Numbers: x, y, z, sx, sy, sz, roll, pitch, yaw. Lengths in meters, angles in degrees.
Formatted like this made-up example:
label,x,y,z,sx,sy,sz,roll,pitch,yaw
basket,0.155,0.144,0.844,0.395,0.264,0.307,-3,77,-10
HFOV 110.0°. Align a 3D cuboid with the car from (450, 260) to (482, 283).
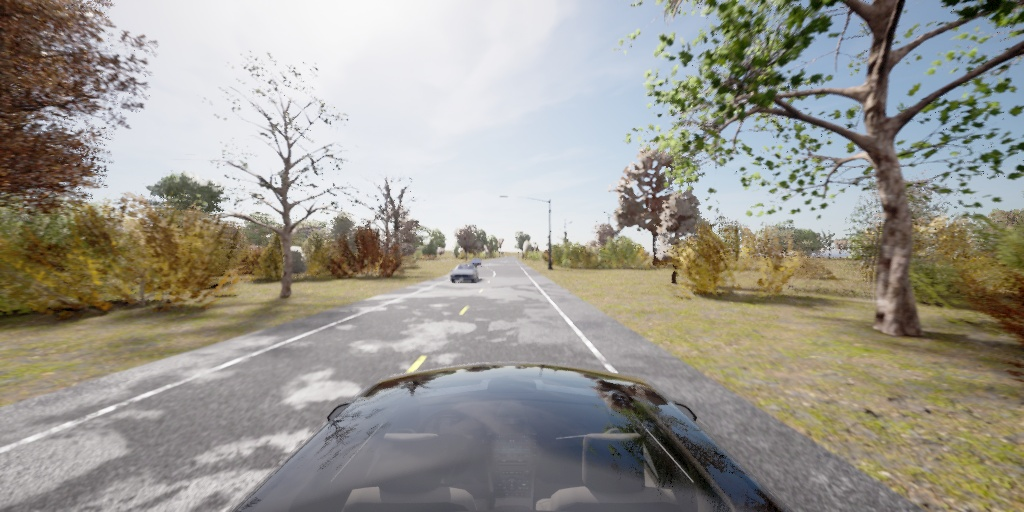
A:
label,x,y,z,sx,sy,sz,roll,pitch,yaw
car,-3.661,1.313,28.549,2.033,1.411,5.357,0,0,0
